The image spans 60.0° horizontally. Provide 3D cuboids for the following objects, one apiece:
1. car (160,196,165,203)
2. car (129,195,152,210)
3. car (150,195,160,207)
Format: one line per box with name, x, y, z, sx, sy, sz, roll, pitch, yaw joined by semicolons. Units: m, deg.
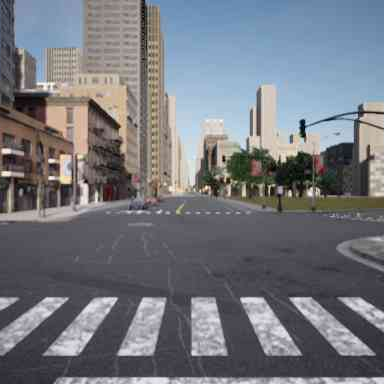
car;-6.509;1.510;65.710;1.994;1.385;4.181;0;0;1
car;-6.611;1.501;41.750;1.812;1.442;4.674;0;0;0
car;-6.582;1.315;51.458;2.097;1.767;4.553;0;0;0
